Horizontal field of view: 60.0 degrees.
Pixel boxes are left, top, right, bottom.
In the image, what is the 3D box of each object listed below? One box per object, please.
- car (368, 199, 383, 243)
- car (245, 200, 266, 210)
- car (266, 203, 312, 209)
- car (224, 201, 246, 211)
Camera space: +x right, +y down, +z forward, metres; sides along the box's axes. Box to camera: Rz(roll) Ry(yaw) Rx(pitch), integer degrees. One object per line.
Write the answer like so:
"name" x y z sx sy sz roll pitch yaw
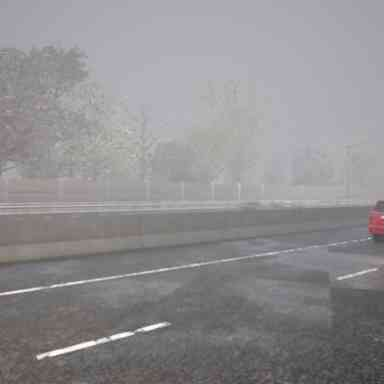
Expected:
"car" 10.457 1.321 15.510 5.566 2.045 2.150 0 0 -36
"car" 7.370 1.700 30.748 4.181 1.385 1.994 0 0 -35
"car" 8.594 1.731 27.325 4.718 1.301 1.895 0 0 -35
"car" 5.453 1.642 33.681 4.892 1.490 1.837 0 0 -35
